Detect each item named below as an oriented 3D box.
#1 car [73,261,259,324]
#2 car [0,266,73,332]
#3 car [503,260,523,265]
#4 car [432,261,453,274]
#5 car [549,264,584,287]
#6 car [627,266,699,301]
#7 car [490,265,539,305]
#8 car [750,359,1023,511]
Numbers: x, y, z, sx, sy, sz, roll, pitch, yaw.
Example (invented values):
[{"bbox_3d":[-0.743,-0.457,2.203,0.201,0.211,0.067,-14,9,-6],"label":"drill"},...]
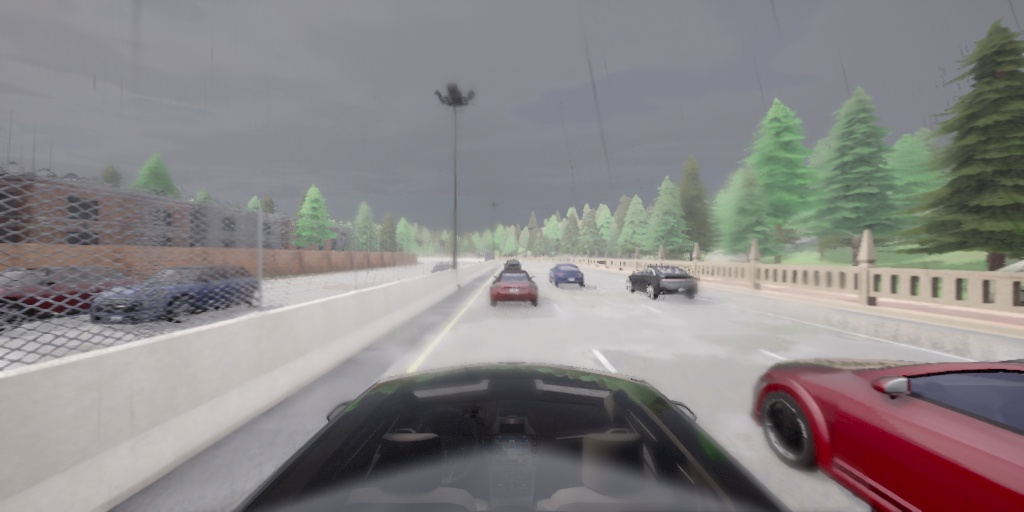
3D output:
[{"bbox_3d":[-10.603,1.087,11.845,2.097,1.767,4.553,0,0,0],"label":"car"},{"bbox_3d":[-14.102,1.088,10.686,2.097,1.767,4.553,0,0,0],"label":"car"},{"bbox_3d":[0.082,1.205,39.173,1.837,1.490,4.892,0,0,0],"label":"car"},{"bbox_3d":[-7.020,1.266,37.704,1.994,1.385,4.181,0,0,0],"label":"car"},{"bbox_3d":[3.592,1.245,23.862,1.812,1.442,4.674,0,0,0],"label":"car"},{"bbox_3d":[7.093,1.221,17.390,2.128,1.511,4.902,0,0,0],"label":"car"},{"bbox_3d":[0.092,1.295,15.852,1.994,1.385,4.181,0,0,0],"label":"car"},{"bbox_3d":[3.596,1.314,2.189,1.994,1.385,4.181,0,0,0],"label":"car"}]
